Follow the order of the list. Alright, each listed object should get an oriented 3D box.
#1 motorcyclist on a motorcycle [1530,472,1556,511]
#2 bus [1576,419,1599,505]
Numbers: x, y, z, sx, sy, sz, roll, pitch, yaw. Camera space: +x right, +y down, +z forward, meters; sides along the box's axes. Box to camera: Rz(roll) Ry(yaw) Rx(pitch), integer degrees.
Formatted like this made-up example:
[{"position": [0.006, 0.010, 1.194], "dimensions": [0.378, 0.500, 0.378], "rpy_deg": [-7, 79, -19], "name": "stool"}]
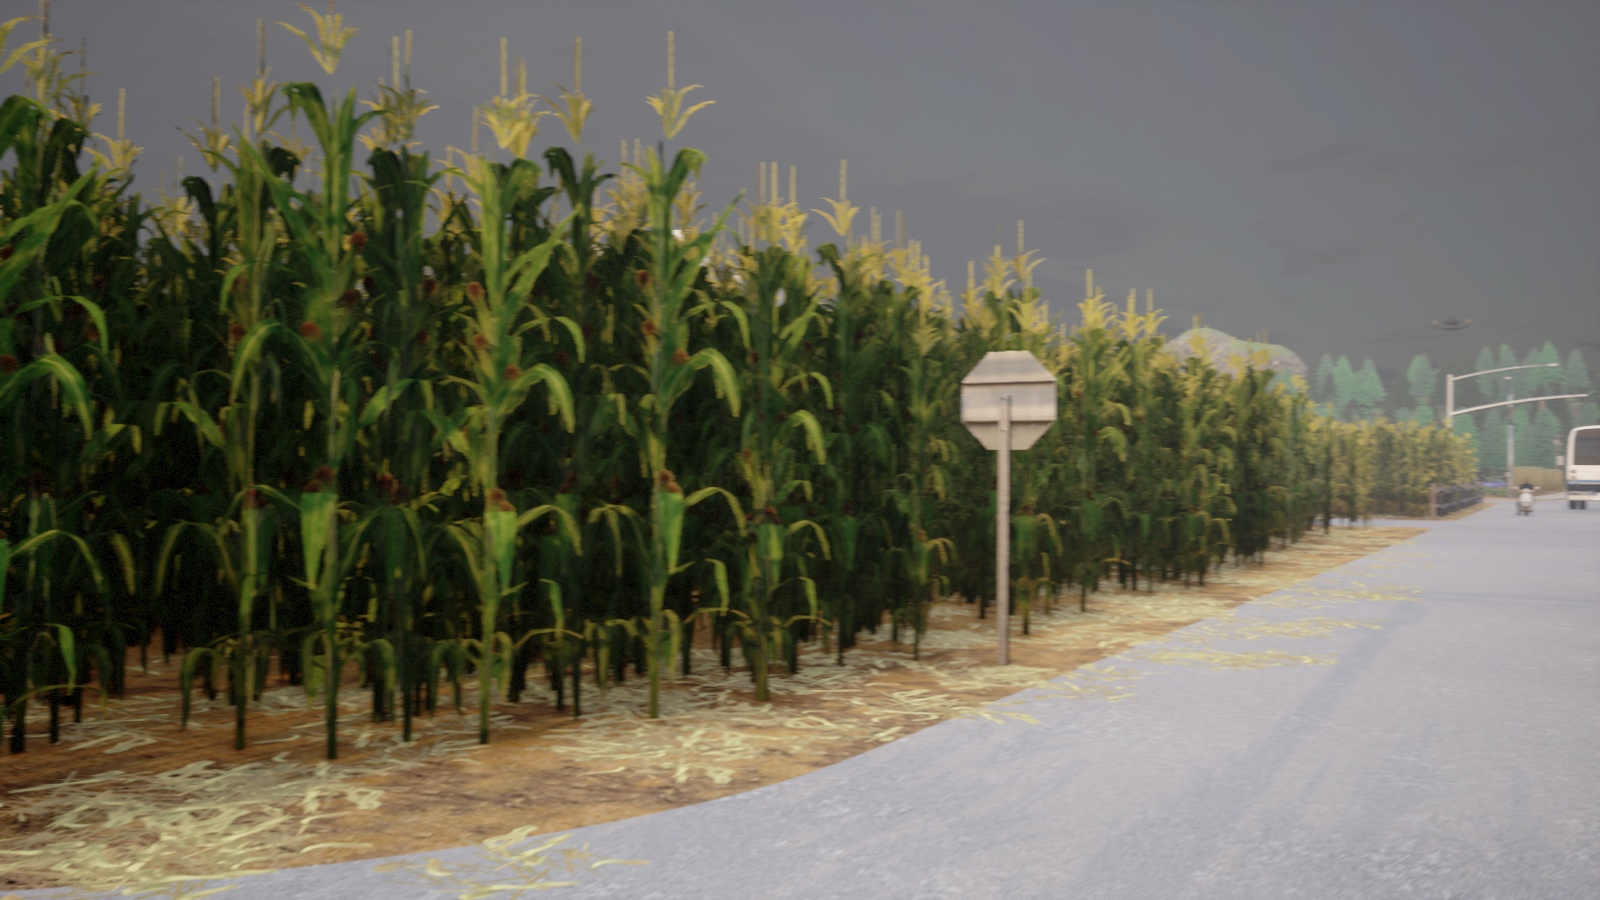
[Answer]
[{"position": [30.926, 1.724, 52.239], "dimensions": [0.866, 1.590, 1.817], "rpy_deg": [0, -2, 32], "name": "motorcyclist on a motorcycle"}, {"position": [43.019, 0.651, 65.849], "dimensions": [3.944, 4.253, 10.273], "rpy_deg": [0, -1, 32], "name": "bus"}]
